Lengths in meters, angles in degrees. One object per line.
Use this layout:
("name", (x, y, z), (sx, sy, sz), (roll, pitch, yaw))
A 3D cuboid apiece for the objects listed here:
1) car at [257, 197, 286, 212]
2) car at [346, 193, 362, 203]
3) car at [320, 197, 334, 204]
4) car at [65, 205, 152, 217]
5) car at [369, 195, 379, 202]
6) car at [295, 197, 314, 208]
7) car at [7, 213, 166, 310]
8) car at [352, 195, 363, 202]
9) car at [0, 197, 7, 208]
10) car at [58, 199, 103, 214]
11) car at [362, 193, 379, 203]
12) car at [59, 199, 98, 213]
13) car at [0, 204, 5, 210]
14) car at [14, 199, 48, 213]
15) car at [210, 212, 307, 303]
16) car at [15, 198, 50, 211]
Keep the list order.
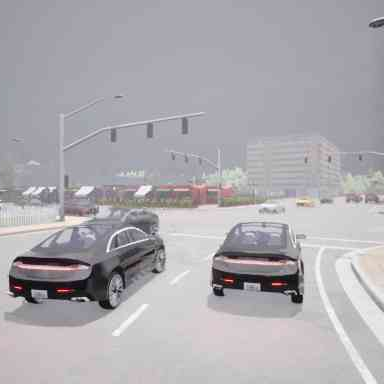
("car", (8.699, 1.558, 36.052), (1.812, 1.442, 4.674), (0, 0, 31))
("car", (34.053, 1.225, 70.425), (2.150, 2.045, 5.566), (0, 0, 32))
("car", (25.981, 1.601, 63.985), (1.895, 1.301, 4.718), (0, 0, 32))
("car", (-3.282, 1.491, 15.472), (2.128, 1.511, 4.902), (0, 0, 24))
("car", (42.386, 1.524, 77.296), (1.812, 1.442, 4.674), (0, 0, 32))
("car", (16.652, 1.477, 48.984), (1.882, 1.535, 5.008), (0, 0, 32))
("car", (-2.045, 1.492, 7.936), (2.128, 1.511, 4.902), (0, 0, 12))
("car", (39.622, 1.540, 79.484), (2.033, 1.411, 5.357), (0, 0, 32))
("car", (-28.957, 1.533, 47.794), (5.008, 1.535, 1.882), (0, 0, 32))
("car", (-12.602, 1.547, 37.563), (4.902, 1.511, 2.128), (0, 0, 32))
("car", (36.842, 1.225, 68.278), (2.150, 2.045, 5.566), (0, 0, 32))
("car", (-11.037, 1.619, 32.438), (4.181, 1.385, 1.994), (0, 0, 32))
("car", (-25.948, 1.277, 41.776), (5.566, 2.045, 2.150), (0, 0, 32))
("car", (-18.155, 1.619, 36.906), (4.181, 1.385, 1.994), (0, 0, 32))
("car", (1.773, 1.492, 8.318), (2.128, 1.511, 4.902), (0, 0, 17))
("car", (-20.408, 1.581, 42.446), (4.674, 1.442, 1.812), (0, 0, 32))
